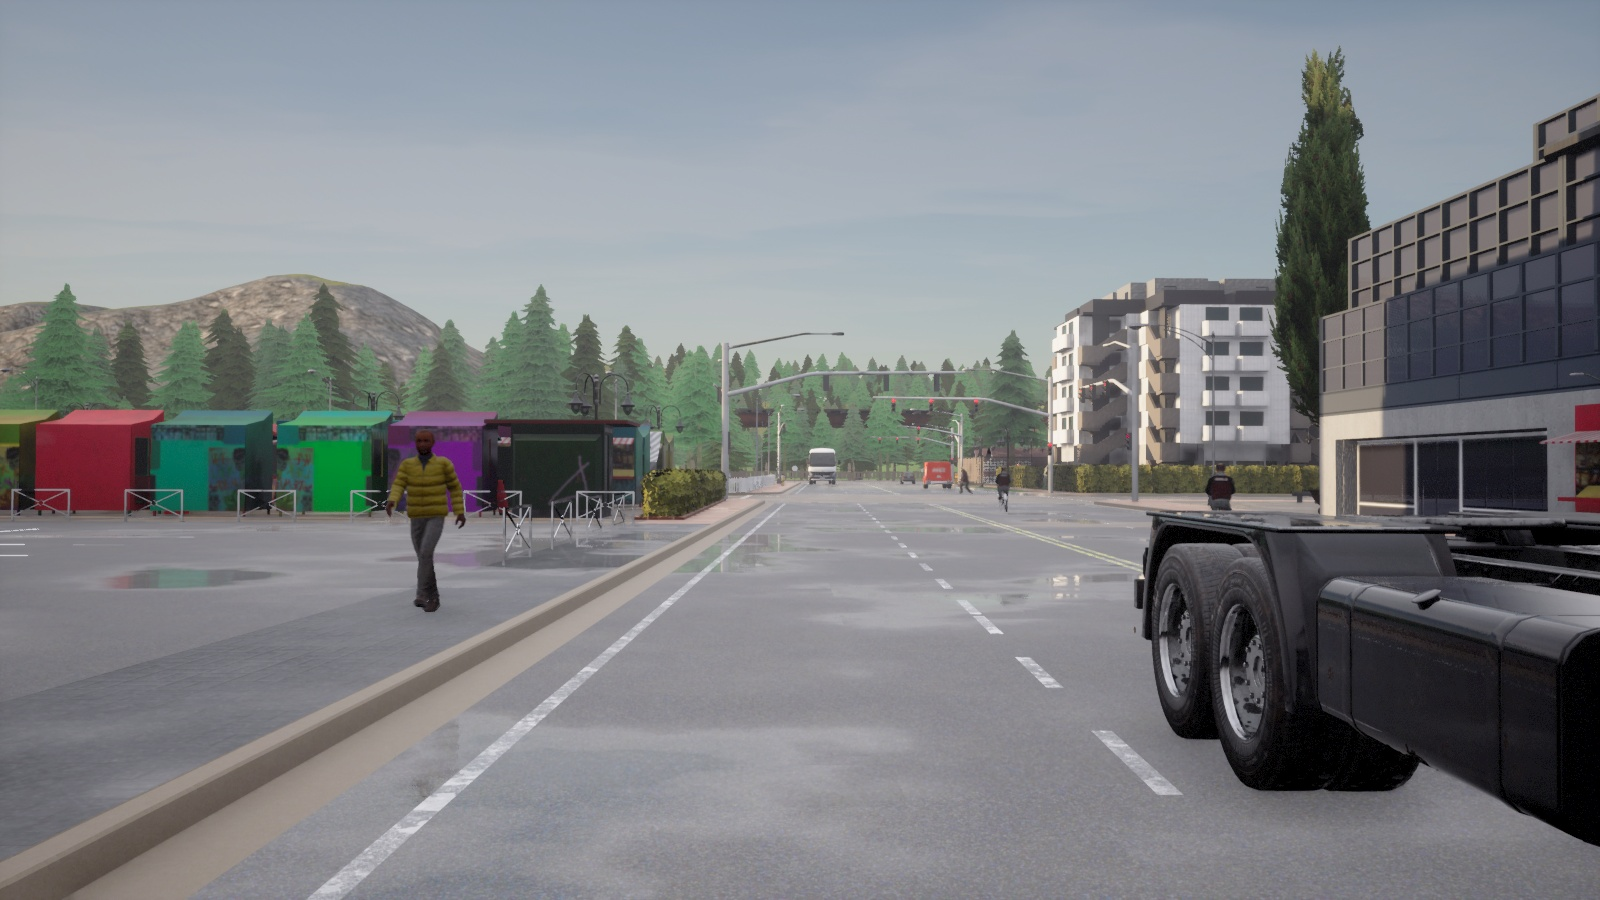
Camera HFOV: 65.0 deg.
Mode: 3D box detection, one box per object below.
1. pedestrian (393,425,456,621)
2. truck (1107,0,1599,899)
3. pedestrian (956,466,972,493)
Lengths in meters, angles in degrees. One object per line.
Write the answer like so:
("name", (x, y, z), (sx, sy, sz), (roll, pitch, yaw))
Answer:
("pedestrian", (-3.624, 0.691, 12.144), (0.370, 1.835, 0.726), (0, -1, 2))
("truck", (3.537, -0.102, 4.747), (2.891, 3.462, 7.936), (0, -1, 1))
("pedestrian", (11.085, 1.980, 84.848), (0.899, 1.844, 0.634), (0, -1, -7))
